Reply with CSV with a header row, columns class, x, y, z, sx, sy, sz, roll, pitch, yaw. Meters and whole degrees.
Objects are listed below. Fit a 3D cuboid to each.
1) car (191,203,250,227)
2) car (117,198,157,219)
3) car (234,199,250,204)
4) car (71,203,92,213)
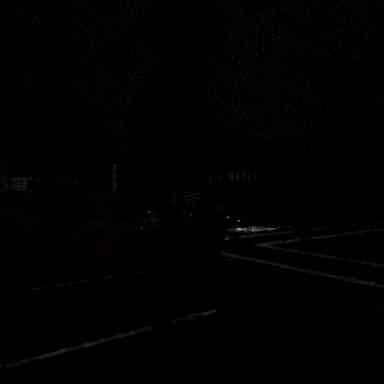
class,x,y,z,sx,sy,sz,roll,pitch,yaw
car,1.758,1.701,24.209,1.812,1.442,4.674,0,-1,-37
car,-5.743,1.611,34.206,2.150,2.045,5.566,0,-1,-37
car,9.668,1.970,62.952,1.970,1.475,3.806,0,-1,-37
car,-16.048,2.298,48.015,1.812,1.442,4.674,0,-2,-36
